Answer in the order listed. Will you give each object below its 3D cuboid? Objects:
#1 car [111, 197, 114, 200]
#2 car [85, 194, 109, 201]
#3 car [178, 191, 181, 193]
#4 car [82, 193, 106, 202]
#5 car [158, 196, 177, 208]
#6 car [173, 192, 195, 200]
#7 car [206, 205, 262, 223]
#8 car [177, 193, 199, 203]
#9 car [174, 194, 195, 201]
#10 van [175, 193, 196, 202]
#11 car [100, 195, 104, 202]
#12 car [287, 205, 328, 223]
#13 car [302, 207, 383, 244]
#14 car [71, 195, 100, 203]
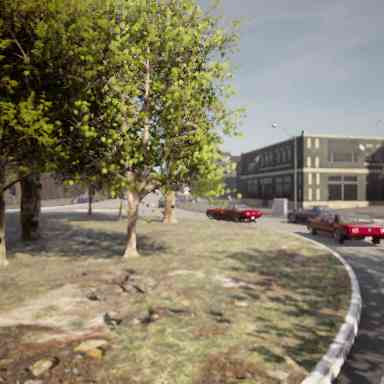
[{"bbox_3d":[-22.051,0.992,81.599,5.566,2.045,2.435,0,1,-3],"label":"car"},{"bbox_3d":[-21.747,1.305,76.097,4.892,1.521,2.231,0,0,-3],"label":"car"},{"bbox_3d":[-1.198,1.285,69.695,4.553,1.767,2.185,0,0,-3],"label":"car"},{"bbox_3d":[-21.568,1.205,73.339,4.553,1.767,2.185,0,0,-3],"label":"car"},{"bbox_3d":[-4.065,1.522,50.312,2.128,1.511,4.902,0,0,-10],"label":"car"},{"bbox_3d":[-2.041,0.983,86.352,5.566,2.045,2.435,0,1,-3],"label":"car"},{"bbox_3d":[3.203,1.654,26.587,1.895,1.301,4.718,0,0,-37],"label":"car"},{"bbox_3d":[-0.985,1.473,64.265,4.792,1.488,2.163,0,0,-3],"label":"car"},{"bbox_3d":[-1.802,1.297,80.928,5.008,1.535,2.097,0,1,-3],"label":"car"},{"bbox_3d":[-1.493,1.163,72.591,4.442,1.987,1.878,0,1,-3],"label":"van"},{"bbox_3d":[-21.322,1.378,67.832,5.008,1.535,2.097,0,0,-3],"label":"car"},{"bbox_3d":[8.618,1.606,23.470,1.994,1.385,4.181,0,0,-21],"label":"car"},{"bbox_3d":[7.252,1.640,16.044,1.895,1.301,4.718,0,0,-2],"label":"car"},{"bbox_3d":[-21.144,1.271,65.074,4.553,1.767,2.185,0,0,-3],"label":"car"}]
